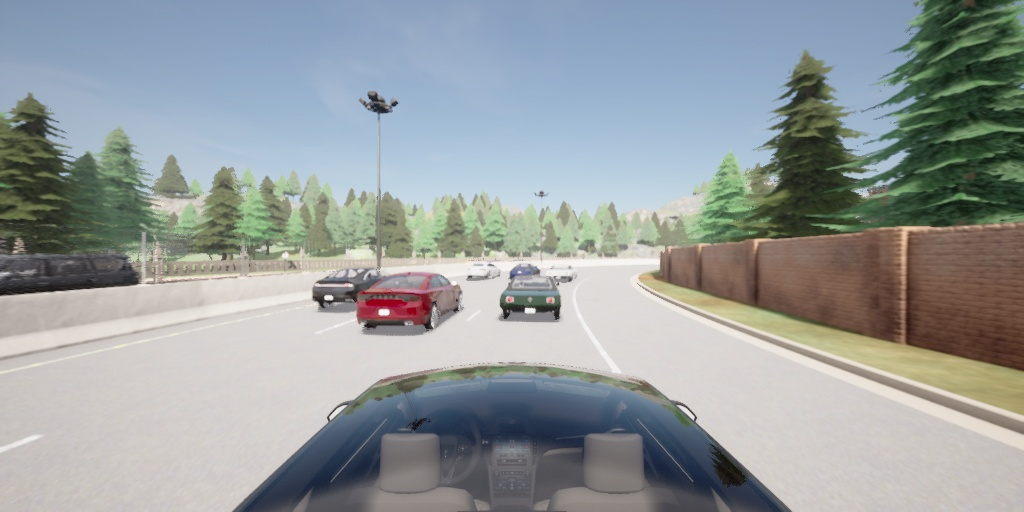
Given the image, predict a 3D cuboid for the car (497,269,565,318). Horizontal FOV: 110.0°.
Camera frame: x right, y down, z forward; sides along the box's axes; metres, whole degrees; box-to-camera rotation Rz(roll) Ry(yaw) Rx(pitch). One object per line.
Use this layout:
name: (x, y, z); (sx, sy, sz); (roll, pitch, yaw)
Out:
car: (0.776, 1.334, 12.867); (1.895, 1.301, 4.718); (0, 0, 6)

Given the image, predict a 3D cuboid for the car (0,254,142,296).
car: (-13.795, 0.954, 9.910); (2.150, 2.045, 5.566); (0, 0, 4)

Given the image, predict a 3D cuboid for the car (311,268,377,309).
car: (-6.000, 1.220, 14.724); (2.128, 1.511, 4.902); (0, 0, 7)

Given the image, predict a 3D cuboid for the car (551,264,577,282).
car: (4.113, 1.311, 28.761); (1.895, 1.301, 4.718); (0, 0, 17)

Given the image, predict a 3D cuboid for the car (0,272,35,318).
car: (-17.218, 1.259, 9.882); (1.812, 1.442, 4.674); (0, 0, 4)

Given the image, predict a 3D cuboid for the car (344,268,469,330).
car: (-2.890, 1.213, 11.170); (1.882, 1.535, 5.008); (0, 0, 5)

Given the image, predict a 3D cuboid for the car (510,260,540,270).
car: (1.214, 1.270, 31.041); (1.994, 1.385, 4.181); (0, 0, 17)

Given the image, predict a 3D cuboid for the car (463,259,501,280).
car: (-2.391, 1.230, 31.262); (1.812, 1.442, 4.674); (0, 0, 17)
